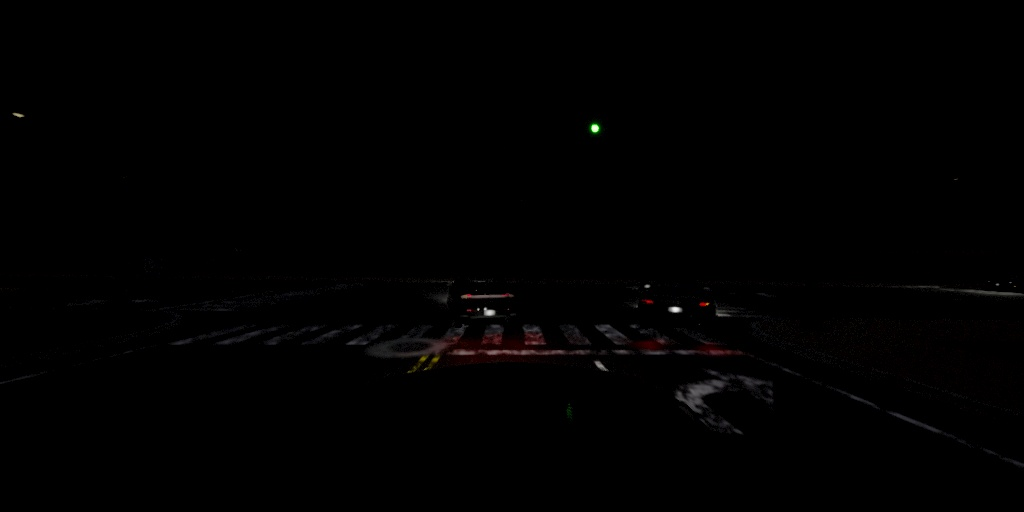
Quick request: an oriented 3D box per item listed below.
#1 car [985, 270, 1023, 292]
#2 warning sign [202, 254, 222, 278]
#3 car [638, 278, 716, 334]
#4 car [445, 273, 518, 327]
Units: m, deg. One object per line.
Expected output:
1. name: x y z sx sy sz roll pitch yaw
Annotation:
1. car: 34.837 1.670 23.873 4.892 1.490 1.837 0 0 2
2. warning sign: -23.460 0.763 28.127 1.060 1.860 1.300 0 0 1
3. car: 5.114 1.392 11.167 1.994 1.385 4.181 0 -1 25
4. car: -1.116 1.305 11.898 2.128 1.511 4.902 0 0 -12
